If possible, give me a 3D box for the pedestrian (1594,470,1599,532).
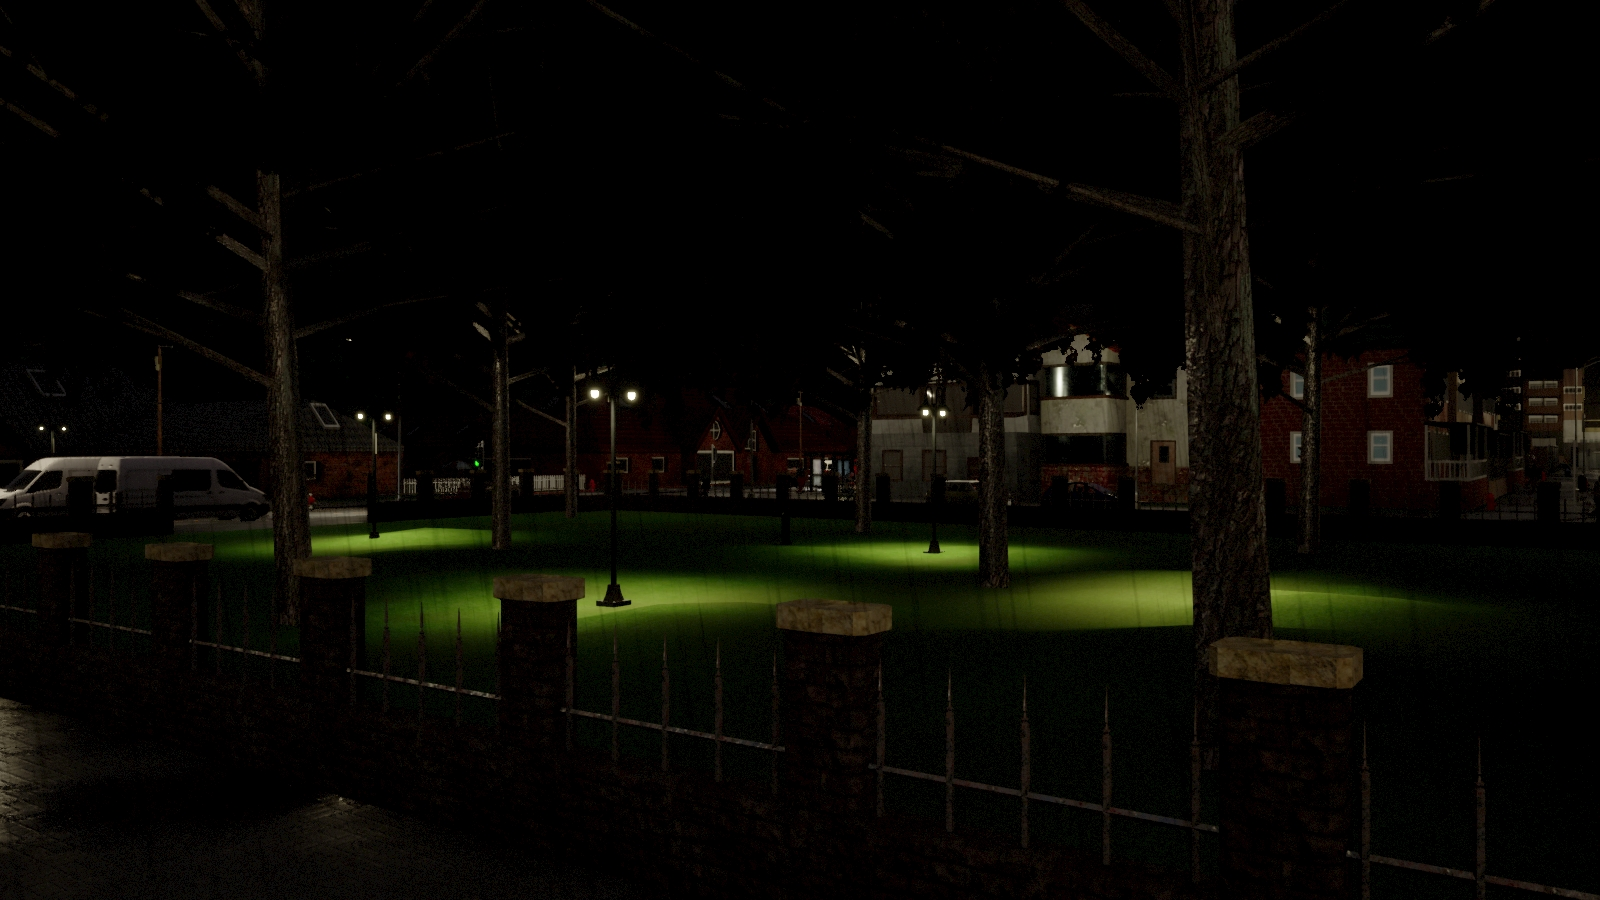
[{"bbox_3d":[24.193,1.525,34.419,0.375,1.860,0.375,0,0,-40],"label":"pedestrian"}]

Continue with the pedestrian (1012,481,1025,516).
[{"bbox_3d":[8.128,1.804,42.527,0.375,1.300,0.375,0,0,34],"label":"pedestrian"}]

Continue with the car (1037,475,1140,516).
[{"bbox_3d":[11.752,1.818,46.570,3.633,1.501,1.845,0,0,35],"label":"car"}]

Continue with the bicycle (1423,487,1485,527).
[{"bbox_3d":[22.379,1.940,39.108,1.835,1.271,0.329,0,0,35],"label":"bicycle"}]
